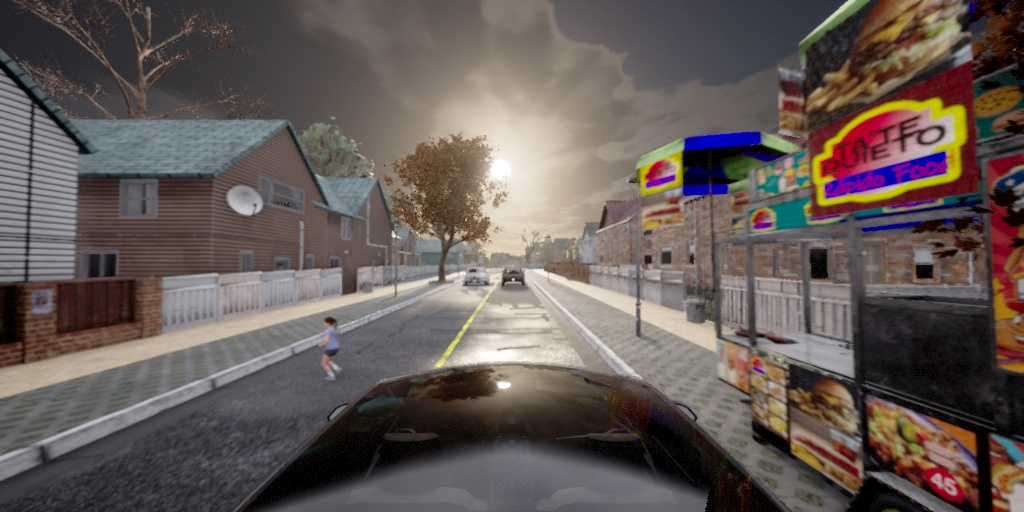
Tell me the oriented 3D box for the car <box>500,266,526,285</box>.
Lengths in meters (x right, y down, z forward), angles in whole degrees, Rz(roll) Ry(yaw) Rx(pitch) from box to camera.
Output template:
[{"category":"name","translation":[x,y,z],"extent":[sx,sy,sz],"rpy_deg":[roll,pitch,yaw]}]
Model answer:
[{"category":"car","translation":[0.106,1.636,30.406],"extent":[1.837,1.490,4.892],"rpy_deg":[0,-1,0]}]

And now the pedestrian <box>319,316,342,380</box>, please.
[{"category":"pedestrian","translation":[-2.960,1.475,5.949],"extent":[0.500,1.100,0.500],"rpy_deg":[1,-2,-1]}]

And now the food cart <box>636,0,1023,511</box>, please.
[{"category":"food cart","translation":[3.010,0.233,3.198],"extent":[2.280,3.560,4.660],"rpy_deg":[0,0,0]}]

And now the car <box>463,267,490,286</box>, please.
[{"category":"car","translation":[-2.839,1.645,29.597],"extent":[1.812,1.442,4.674],"rpy_deg":[0,-1,0]}]
